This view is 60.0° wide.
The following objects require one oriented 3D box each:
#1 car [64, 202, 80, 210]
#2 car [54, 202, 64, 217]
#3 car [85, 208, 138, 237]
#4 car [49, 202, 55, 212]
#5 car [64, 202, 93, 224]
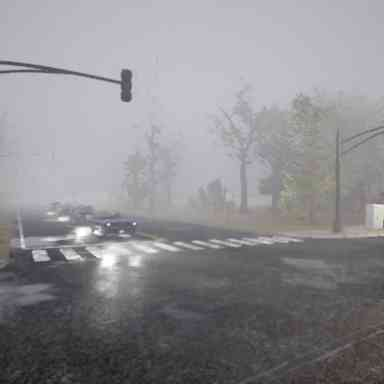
[{"bbox_3d":[-20.955,2.453,57.993,1.895,1.301,4.718,1,-1,-28],"label":"car"},{"bbox_3d":[-13.943,2.093,37.385,1.994,1.385,4.181,1,-1,-28],"label":"car"},{"bbox_3d":[-4.859,1.871,20.111,1.895,1.301,4.718,1,-1,-28],"label":"car"},{"bbox_3d":[-19.987,2.220,49.014,1.812,1.442,4.674,1,-1,-27],"label":"car"},{"bbox_3d":[-9.235,1.888,28.410,2.128,1.511,4.902,1,-1,-28],"label":"car"}]
